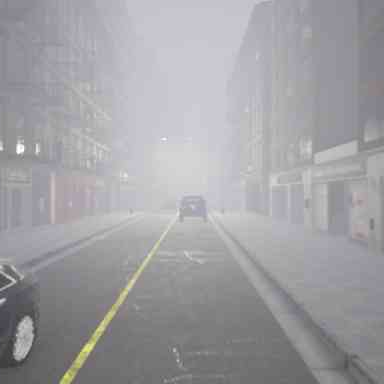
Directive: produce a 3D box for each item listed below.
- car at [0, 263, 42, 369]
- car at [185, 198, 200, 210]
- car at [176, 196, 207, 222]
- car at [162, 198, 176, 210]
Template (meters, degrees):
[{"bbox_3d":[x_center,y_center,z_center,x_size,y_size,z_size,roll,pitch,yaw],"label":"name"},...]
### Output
[{"bbox_3d":[-3.102,1.513,2.968,1.837,1.490,4.892,0,0,0],"label":"car"},{"bbox_3d":[0.088,1.642,45.661,1.882,1.535,5.008,0,0,0],"label":"car"},{"bbox_3d":[0.095,1.311,27.741,2.150,2.045,5.566,0,0,0],"label":"car"},{"bbox_3d":[-3.090,1.675,46.648,1.837,1.490,4.892,0,-1,0],"label":"car"}]
